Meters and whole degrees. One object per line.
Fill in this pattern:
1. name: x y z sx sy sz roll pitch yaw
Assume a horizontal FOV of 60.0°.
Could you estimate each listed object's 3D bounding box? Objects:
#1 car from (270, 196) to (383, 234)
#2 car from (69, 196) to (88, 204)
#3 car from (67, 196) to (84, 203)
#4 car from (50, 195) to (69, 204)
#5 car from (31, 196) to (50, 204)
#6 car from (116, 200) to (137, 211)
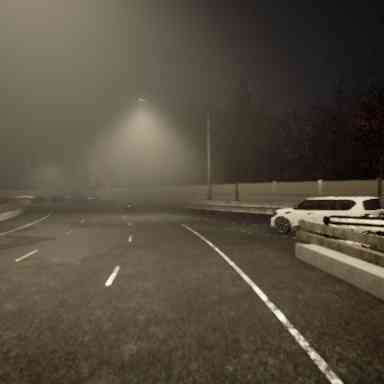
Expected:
1. car: 6.603 1.218 16.607 2.150 2.045 5.566 -1 1 -39
2. car: -22.914 1.539 67.916 2.097 1.767 4.553 0 0 -36
3. car: -24.684 1.568 70.302 1.837 1.490 4.892 0 0 -41
4. car: -27.780 1.551 68.472 1.882 1.535 5.008 0 0 -41
5. car: -30.503 1.569 66.273 1.882 1.535 5.008 0 0 -41
6. car: -8.153 1.621 41.244 1.994 1.385 4.181 0 0 -21
